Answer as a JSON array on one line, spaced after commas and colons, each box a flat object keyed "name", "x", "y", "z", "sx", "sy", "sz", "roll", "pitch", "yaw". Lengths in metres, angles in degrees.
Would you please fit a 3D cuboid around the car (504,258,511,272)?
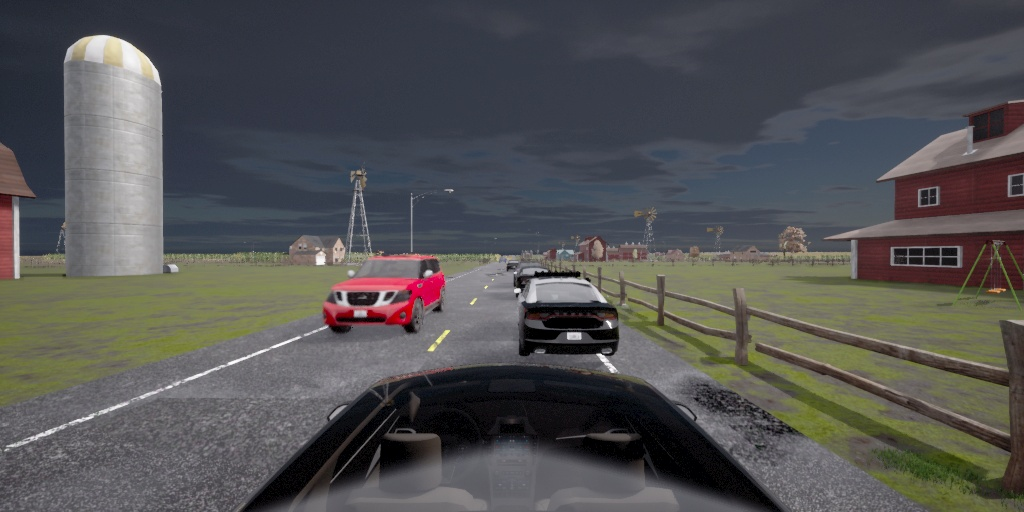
[{"name": "car", "x": 0.249, "y": 1.267, "z": 48.300, "sx": 1.882, "sy": 1.535, "sz": 5.008, "roll": 0, "pitch": 0, "yaw": 0}]

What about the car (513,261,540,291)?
[{"name": "car", "x": 1.123, "y": 1.231, "z": 18.646, "sx": 1.882, "sy": 1.535, "sz": 5.008, "roll": 0, "pitch": 0, "yaw": 0}]

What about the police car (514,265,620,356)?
[{"name": "police car", "x": 1.082, "y": 1.175, "z": 8.755, "sx": 1.930, "sy": 1.638, "sz": 5.238, "roll": 0, "pitch": 0, "yaw": 0}]

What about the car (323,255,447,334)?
[{"name": "car", "x": -3.459, "y": 0.972, "z": 10.972, "sx": 2.150, "sy": 2.045, "sz": 5.566, "roll": 0, "pitch": 0, "yaw": 0}]

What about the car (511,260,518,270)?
[{"name": "car", "x": 1.147, "y": 1.109, "z": 24.617, "sx": 2.097, "sy": 1.767, "sz": 4.553, "roll": 0, "pitch": 0, "yaw": 0}]
